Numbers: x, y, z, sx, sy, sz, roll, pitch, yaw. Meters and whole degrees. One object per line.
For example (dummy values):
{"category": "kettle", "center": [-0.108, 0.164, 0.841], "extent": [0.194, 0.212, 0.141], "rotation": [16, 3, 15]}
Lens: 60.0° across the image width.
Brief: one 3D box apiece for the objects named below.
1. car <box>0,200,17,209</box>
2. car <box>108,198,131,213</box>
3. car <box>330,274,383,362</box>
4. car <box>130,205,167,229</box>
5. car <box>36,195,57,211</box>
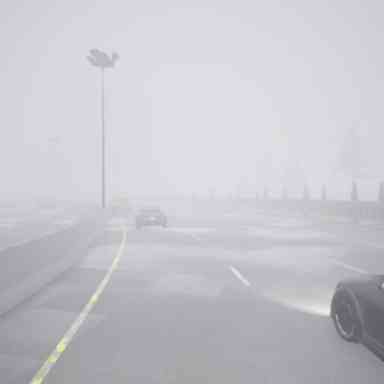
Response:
{"category": "car", "center": [-29.422, 1.913, 53.314], "extent": [1.994, 1.385, 4.181], "rotation": [0, 0, -37]}
{"category": "car", "center": [-8.463, 1.459, 38.668], "extent": [2.097, 1.767, 4.553], "rotation": [0, 0, -23]}
{"category": "car", "center": [3.315, 1.551, 3.800], "extent": [1.994, 1.385, 4.181], "rotation": [0, 0, -3]}
{"category": "car", "center": [-2.857, 1.600, 22.230], "extent": [1.994, 1.385, 4.181], "rotation": [0, 0, -13]}
{"category": "car", "center": [-19.986, 1.451, 45.589], "extent": [2.150, 2.045, 5.566], "rotation": [0, -1, -31]}
